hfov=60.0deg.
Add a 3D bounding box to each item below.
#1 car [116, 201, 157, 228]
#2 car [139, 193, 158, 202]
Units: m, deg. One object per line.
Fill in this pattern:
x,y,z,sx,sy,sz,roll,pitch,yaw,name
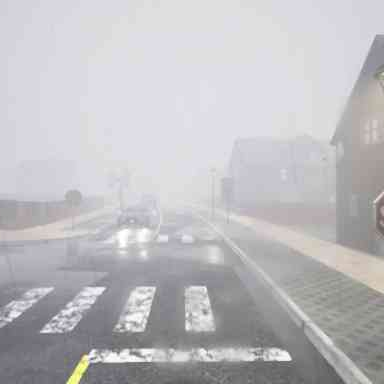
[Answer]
-3.618,1.549,21.734,1.994,1.385,4.181,0,0,-2,car
-5.753,1.188,44.268,2.150,2.045,5.566,0,0,-7,car
